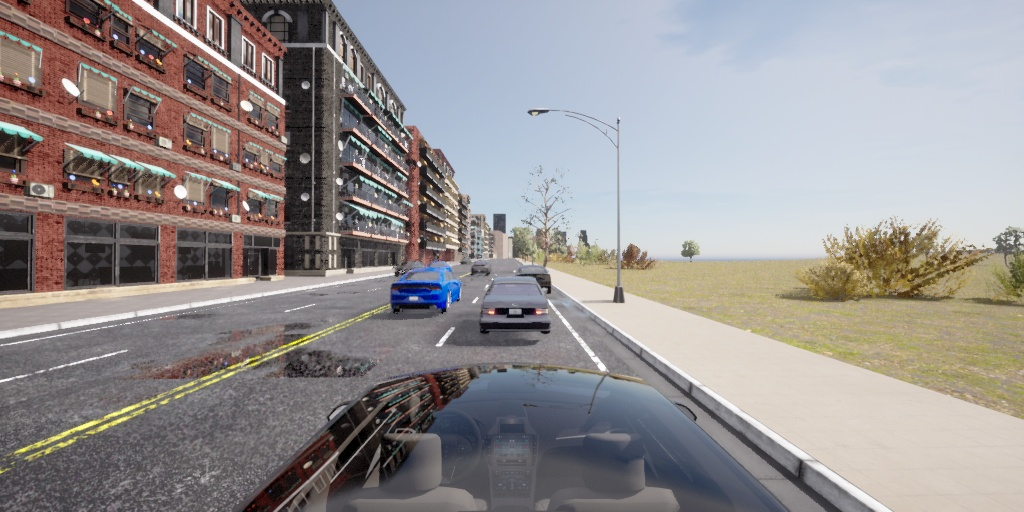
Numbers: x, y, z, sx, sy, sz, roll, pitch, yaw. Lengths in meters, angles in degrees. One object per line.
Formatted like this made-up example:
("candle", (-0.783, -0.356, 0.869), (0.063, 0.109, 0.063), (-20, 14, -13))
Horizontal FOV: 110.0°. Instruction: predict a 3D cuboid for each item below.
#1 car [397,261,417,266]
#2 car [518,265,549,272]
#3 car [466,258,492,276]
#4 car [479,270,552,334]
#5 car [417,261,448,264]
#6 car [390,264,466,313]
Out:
("car", (-9.894, 1.256, 34.650), (1.837, 1.490, 4.892), (0, 0, 0))
("car", (1.112, 1.230, 20.371), (1.882, 1.535, 5.008), (0, 0, 0))
("car", (-3.197, 1.244, 37.647), (2.128, 1.511, 4.902), (0, 0, 0))
("car", (0.091, 1.299, 10.607), (2.033, 1.411, 5.357), (0, 0, 0))
("car", (-6.640, 1.229, 31.960), (1.882, 1.535, 5.008), (0, 0, 0))
("car", (-3.167, 1.229, 14.005), (1.882, 1.535, 5.008), (0, 0, 0))
